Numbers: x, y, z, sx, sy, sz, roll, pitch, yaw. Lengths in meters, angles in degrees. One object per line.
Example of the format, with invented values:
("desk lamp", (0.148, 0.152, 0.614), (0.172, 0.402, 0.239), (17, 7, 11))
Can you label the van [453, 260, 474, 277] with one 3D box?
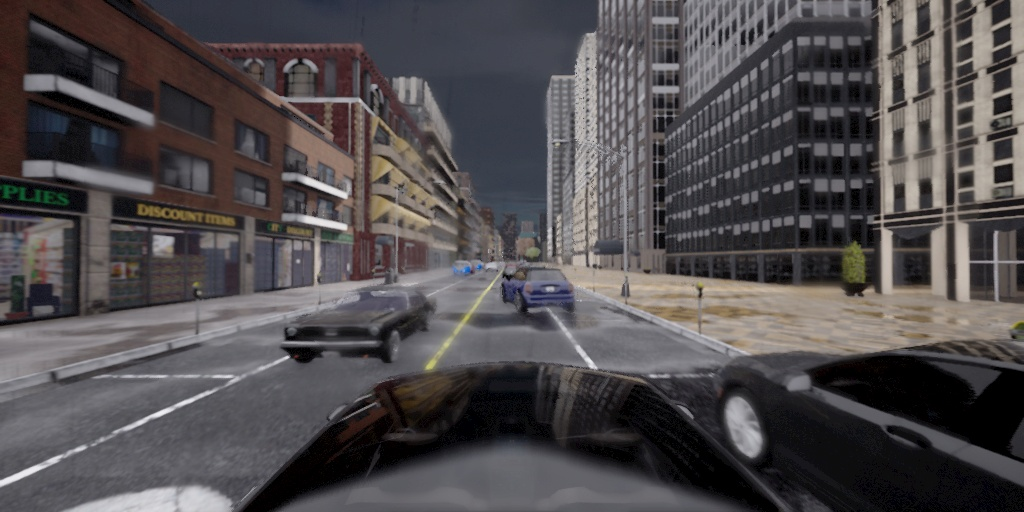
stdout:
("van", (-5.810, 1.448, 41.789), (1.690, 1.789, 3.998), (0, 0, 0))

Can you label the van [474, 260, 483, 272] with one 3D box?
("van", (-5.861, 1.603, 58.356), (1.690, 1.789, 3.998), (0, 0, 0))

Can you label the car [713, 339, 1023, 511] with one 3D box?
("car", (3.148, 1.257, 2.026), (1.837, 1.490, 4.892), (0, 0, 0))

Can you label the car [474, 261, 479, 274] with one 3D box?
("car", (-5.827, 1.703, 47.312), (1.888, 1.381, 4.507), (0, 0, 0))

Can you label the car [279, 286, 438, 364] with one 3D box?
("car", (-3.119, 1.407, 8.383), (1.895, 1.301, 4.718), (0, 0, 0))

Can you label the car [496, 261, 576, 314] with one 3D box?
("car", (0.911, 1.213, 14.767), (2.097, 1.767, 4.553), (0, -1, -13))

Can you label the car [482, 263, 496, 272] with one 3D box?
("car", (-3.176, 1.769, 56.304), (1.812, 1.442, 4.674), (0, -1, 0))
